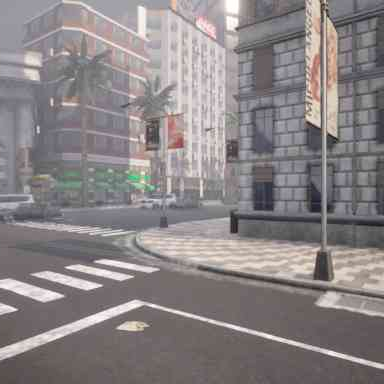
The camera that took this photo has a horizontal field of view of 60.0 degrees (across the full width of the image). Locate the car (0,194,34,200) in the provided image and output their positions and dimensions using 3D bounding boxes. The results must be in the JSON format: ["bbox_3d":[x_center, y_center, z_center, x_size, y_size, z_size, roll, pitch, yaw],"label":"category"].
[{"bbox_3d":[-15.591,1.222,27.161,2.150,2.045,5.566,0,0,36],"label":"car"}]

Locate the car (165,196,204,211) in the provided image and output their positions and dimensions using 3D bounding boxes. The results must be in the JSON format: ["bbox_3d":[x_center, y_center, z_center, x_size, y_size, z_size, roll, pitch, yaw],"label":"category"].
[{"bbox_3d":[-0.630,1.547,41.770,2.033,1.411,5.357,0,0,36],"label":"car"}]

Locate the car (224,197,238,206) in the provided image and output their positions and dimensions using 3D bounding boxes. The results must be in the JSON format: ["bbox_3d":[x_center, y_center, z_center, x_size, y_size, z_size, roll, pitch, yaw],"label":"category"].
[{"bbox_3d":[7.362,1.526,56.020,4.674,1.442,1.812,0,0,-40],"label":"car"}]

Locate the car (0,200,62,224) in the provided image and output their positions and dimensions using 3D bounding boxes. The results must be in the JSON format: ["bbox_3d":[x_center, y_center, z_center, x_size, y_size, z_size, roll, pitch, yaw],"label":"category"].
[{"bbox_3d":[-12.673,1.547,25.227,2.033,1.411,5.357,0,0,36],"label":"car"}]

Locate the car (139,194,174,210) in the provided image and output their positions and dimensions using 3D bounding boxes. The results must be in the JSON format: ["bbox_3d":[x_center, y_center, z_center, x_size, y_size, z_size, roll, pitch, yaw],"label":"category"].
[{"bbox_3d":[-4.276,1.224,42.659,2.150,2.045,5.566,0,0,37],"label":"car"}]
